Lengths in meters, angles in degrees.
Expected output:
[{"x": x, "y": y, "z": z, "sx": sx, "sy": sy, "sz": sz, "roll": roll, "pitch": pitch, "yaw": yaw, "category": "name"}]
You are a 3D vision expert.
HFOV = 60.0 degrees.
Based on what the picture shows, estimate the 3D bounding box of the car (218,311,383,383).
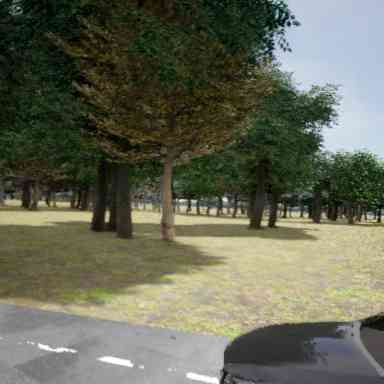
[{"x": 2.568, "y": 1.794, "z": 2.992, "sx": 4.674, "sy": 1.442, "sz": 1.812, "roll": 1, "pitch": -3, "yaw": 18, "category": "car"}]
